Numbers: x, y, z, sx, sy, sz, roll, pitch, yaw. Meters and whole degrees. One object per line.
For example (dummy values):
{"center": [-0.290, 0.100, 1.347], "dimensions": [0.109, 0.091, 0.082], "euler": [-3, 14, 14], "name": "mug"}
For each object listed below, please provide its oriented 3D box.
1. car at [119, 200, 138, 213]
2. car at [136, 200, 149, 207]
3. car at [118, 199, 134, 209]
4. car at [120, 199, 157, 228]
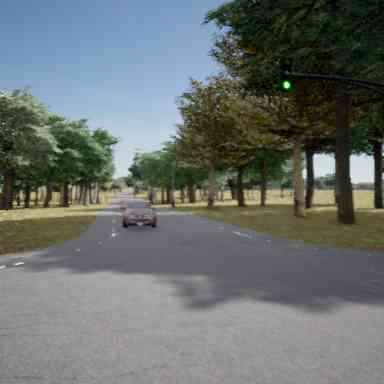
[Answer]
{"center": [-7.894, 1.723, 40.895], "dimensions": [2.033, 1.411, 5.357], "euler": [1, -1, -13], "name": "car"}
{"center": [-9.517, 2.195, 63.456], "dimensions": [1.994, 1.385, 4.181], "euler": [1, -2, -13], "name": "car"}
{"center": [-10.113, 1.795, 50.659], "dimensions": [2.128, 1.511, 4.902], "euler": [1, -1, -13], "name": "car"}
{"center": [-3.629, 1.400, 22.569], "dimensions": [2.097, 1.767, 4.553], "euler": [1, -1, -12], "name": "car"}
